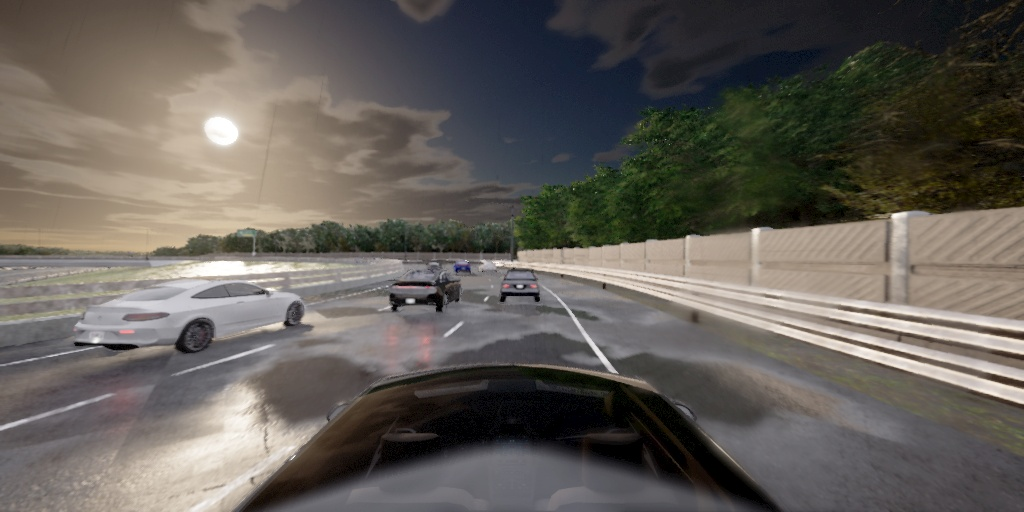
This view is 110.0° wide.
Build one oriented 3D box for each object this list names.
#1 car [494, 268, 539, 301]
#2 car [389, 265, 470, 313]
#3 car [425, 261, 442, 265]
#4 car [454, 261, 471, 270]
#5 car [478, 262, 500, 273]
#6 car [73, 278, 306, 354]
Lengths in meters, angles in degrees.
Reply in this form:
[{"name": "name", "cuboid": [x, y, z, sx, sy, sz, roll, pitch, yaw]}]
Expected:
[{"name": "car", "cuboid": [0.376, 1.375, 17.942, 2.033, 1.411, 5.357, 1, 0, 1]}, {"name": "car", "cuboid": [-3.215, 1.269, 14.151, 2.128, 1.511, 4.902, 1, 0, 3]}, {"name": "car", "cuboid": [-9.503, 1.380, 43.552, 1.812, 1.442, 4.674, 1, 0, -14]}, {"name": "car", "cuboid": [-6.485, 1.369, 45.845, 1.882, 1.535, 5.008, 1, 0, -14]}, {"name": "car", "cuboid": [-3.289, 1.452, 47.371, 1.812, 1.442, 4.674, 1, 0, -15]}, {"name": "car", "cuboid": [-7.110, 1.244, 8.613, 1.812, 1.442, 4.674, 1, 0, 5]}]
